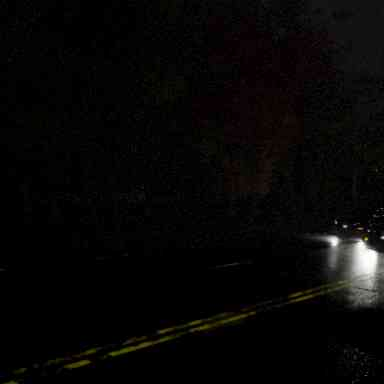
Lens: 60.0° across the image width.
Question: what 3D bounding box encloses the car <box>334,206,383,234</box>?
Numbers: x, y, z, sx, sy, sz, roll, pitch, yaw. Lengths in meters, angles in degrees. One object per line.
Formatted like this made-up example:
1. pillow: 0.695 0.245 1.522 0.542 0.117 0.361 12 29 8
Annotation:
1. car: 9.945 1.574 18.689 4.892 1.490 1.837 1 0 -35

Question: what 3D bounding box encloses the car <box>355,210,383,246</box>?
1. car: 9.161 1.623 14.166 4.181 1.385 1.994 0 0 -35
